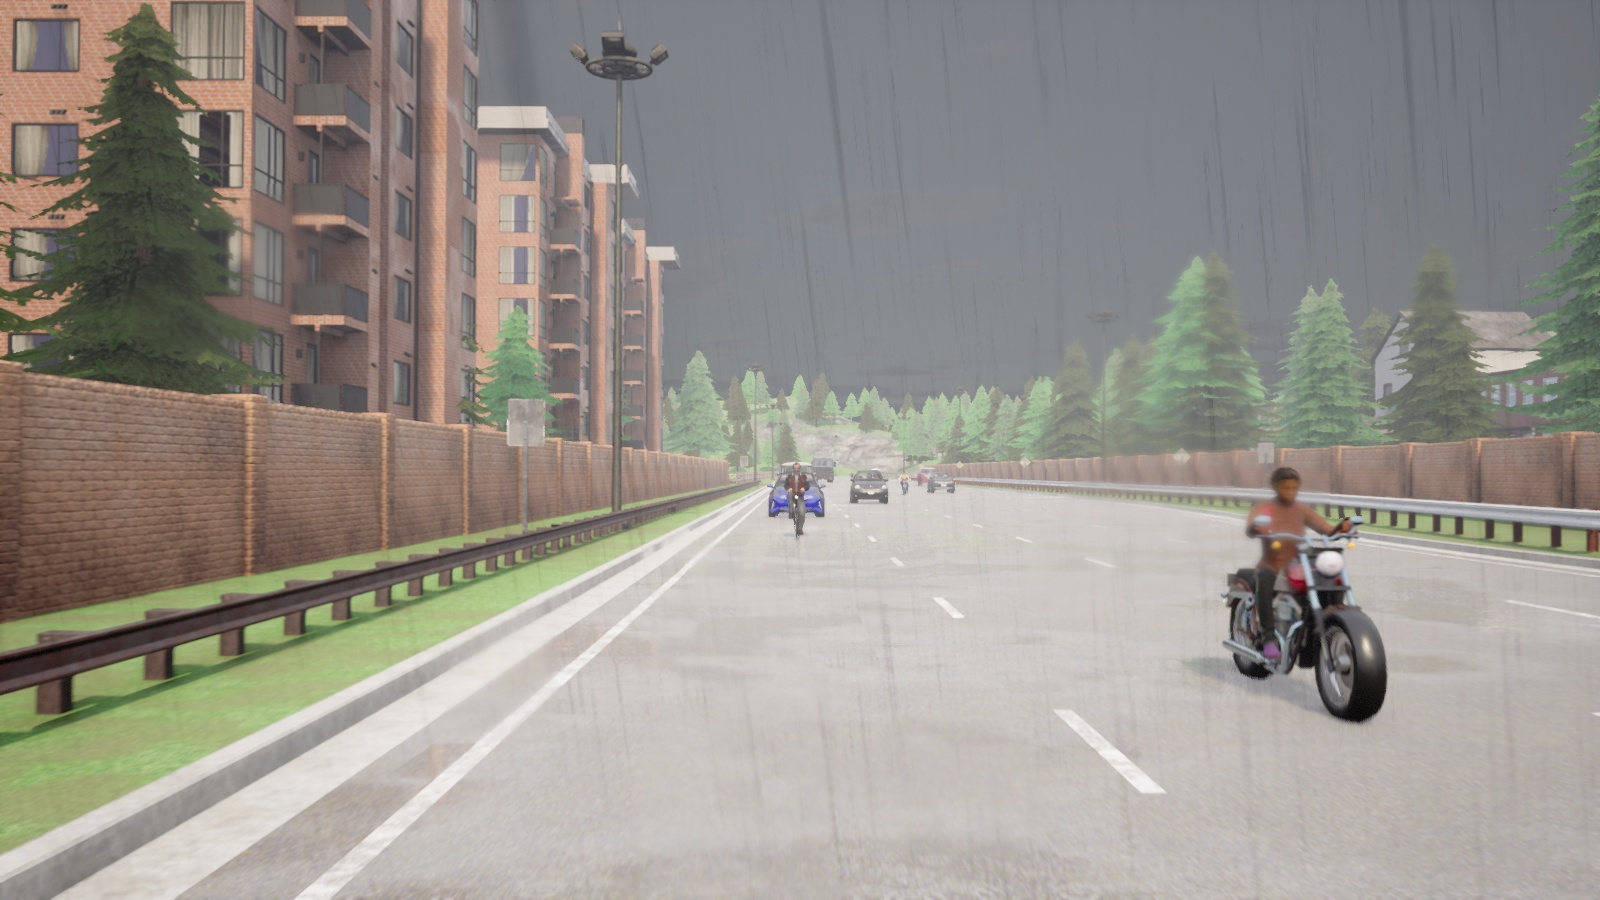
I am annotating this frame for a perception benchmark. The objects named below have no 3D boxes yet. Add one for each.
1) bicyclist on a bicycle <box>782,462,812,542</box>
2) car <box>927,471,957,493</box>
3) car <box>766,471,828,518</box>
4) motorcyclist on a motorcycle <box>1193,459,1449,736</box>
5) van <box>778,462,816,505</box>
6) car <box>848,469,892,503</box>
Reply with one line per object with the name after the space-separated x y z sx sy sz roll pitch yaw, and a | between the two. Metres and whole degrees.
-0.070 1.163 28.561 0.659 1.776 1.843 0 -1 0 | bicyclist on a bicycle
10.279 2.277 91.095 1.789 1.549 3.705 0 -1 0 | car
-0.105 1.485 43.181 2.007 1.525 4.514 0 -1 0 | car
3.479 0.896 8.673 0.766 1.649 2.350 0 -1 0 | motorcyclist on a motorcycle
-0.148 1.581 60.555 1.775 1.987 4.442 0 -1 0 | van
3.352 1.716 60.750 1.851 1.617 3.988 0 -1 0 | car
